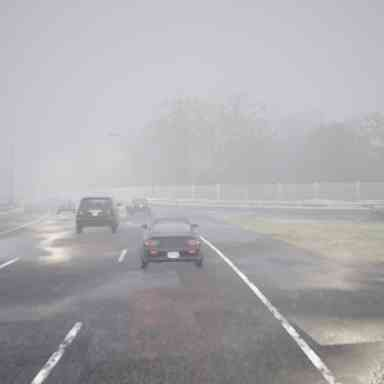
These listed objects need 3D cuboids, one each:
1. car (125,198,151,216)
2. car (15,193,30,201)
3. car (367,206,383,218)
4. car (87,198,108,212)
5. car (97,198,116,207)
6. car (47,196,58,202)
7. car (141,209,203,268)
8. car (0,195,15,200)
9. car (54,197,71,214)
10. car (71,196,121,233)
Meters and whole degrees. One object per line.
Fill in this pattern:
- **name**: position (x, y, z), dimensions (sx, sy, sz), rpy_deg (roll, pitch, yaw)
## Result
- **car**: position (-5.468, 1.375, 33.398), dimensions (2.097, 1.767, 4.553), rpy_deg (0, 0, -18)
- **car**: position (-44.210, 1.503, 84.692), dimensions (4.902, 1.511, 2.128), rpy_deg (0, 0, 37)
- **car**: position (17.703, 1.490, 27.660), dimensions (5.357, 1.411, 2.033), rpy_deg (0, 0, 15)
- **car**: position (-11.376, 1.522, 39.848), dimensions (1.882, 1.535, 5.008), rpy_deg (0, 0, -21)
- **car**: position (-13.600, 1.654, 52.941), dimensions (1.895, 1.301, 4.718), rpy_deg (0, 0, -28)
- **car**: position (-33.056, 1.624, 79.353), dimensions (1.837, 1.490, 4.892), rpy_deg (0, 0, -43)
- **car**: position (-0.726, 1.530, 11.252), dimensions (1.812, 1.442, 4.674), rpy_deg (0, 0, -5)
- **car**: position (-46.431, 1.463, 81.988), dimensions (5.008, 1.535, 1.882), rpy_deg (0, 0, 37)
- **car**: position (-13.841, 1.600, 36.661), dimensions (2.033, 1.411, 5.357), rpy_deg (0, 0, -21)
- **car**: position (-5.539, 1.243, 19.996), dimensions (2.150, 2.045, 5.566), rpy_deg (0, 0, -10)
